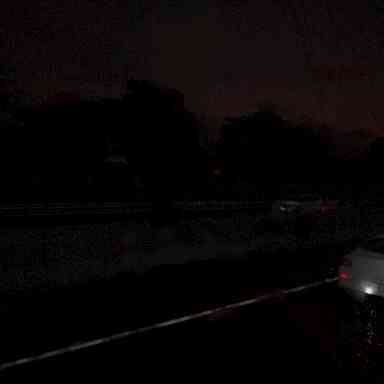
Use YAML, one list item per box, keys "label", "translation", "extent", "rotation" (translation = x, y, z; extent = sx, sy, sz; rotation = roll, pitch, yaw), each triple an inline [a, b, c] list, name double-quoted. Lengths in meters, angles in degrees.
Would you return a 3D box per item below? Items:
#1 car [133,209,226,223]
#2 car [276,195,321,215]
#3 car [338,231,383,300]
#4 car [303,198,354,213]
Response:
- label: "car"
  translation: [-0.615, 1.574, 16.448]
  extent: [5.357, 1.411, 2.033]
  rotation: [0, 0, -35]
- label: "car"
  translation: [10.888, 1.298, 33.241]
  extent: [5.566, 2.045, 2.150]
  rotation: [0, 0, -35]
- label: "car"
  translation: [5.089, 1.551, 7.372]
  extent: [4.674, 1.442, 1.812]
  rotation: [0, 0, -36]
- label: "car"
  translation: [12.697, 1.553, 30.231]
  extent: [5.008, 1.535, 1.882]
  rotation: [0, 0, -35]
